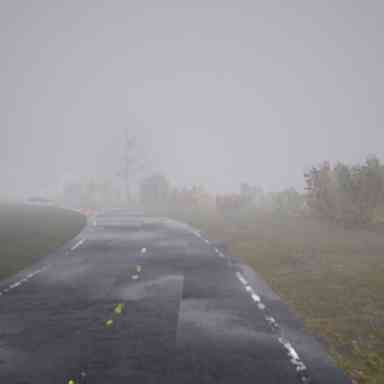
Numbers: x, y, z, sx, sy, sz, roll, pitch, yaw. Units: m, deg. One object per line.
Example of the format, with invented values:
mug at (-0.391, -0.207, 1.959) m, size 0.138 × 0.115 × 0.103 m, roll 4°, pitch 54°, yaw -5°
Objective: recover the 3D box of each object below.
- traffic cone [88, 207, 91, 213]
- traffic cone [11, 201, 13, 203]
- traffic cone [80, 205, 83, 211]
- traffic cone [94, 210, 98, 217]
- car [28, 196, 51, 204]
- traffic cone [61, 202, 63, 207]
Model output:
traffic cone at (-10.147, 1.807, 32.889) m, size 0.340 × 0.580 × 0.340 m, roll 0°, pitch 0°, yaw -25°
traffic cone at (-31.613, 1.568, 58.424) m, size 0.340 × 0.580 × 0.340 m, roll 1°, pitch 0°, yaw 35°
traffic cone at (-12.365, 1.779, 37.165) m, size 0.340 × 0.580 × 0.340 m, roll 0°, pitch 0°, yaw -30°
traffic cone at (-8.248, 1.832, 28.461) m, size 0.340 × 0.580 × 0.340 m, roll 0°, pitch 0°, yaw -21°
car at (-25.781, 1.276, 56.407) m, size 4.718 × 1.301 × 1.895 m, roll 1°, pitch 0°, yaw 40°
traffic cone at (-17.713, 1.718, 45.172) m, size 0.340 × 0.580 × 0.340 m, roll 1°, pitch 0°, yaw -38°
